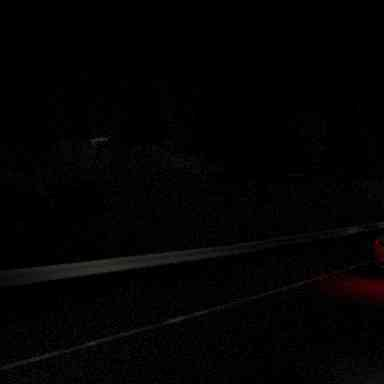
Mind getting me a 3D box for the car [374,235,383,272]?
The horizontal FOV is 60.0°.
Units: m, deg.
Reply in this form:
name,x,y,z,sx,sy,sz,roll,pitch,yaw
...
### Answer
name,x,y,z,sx,sy,sz,roll,pitch,yaw
car,7.141,1.508,9.792,5.008,1.535,1.882,0,0,-41
